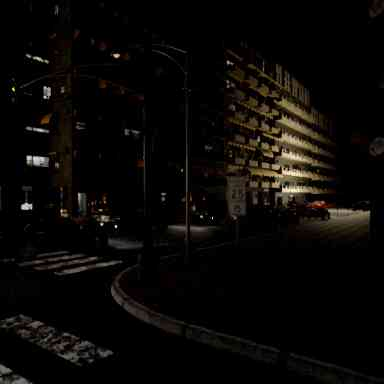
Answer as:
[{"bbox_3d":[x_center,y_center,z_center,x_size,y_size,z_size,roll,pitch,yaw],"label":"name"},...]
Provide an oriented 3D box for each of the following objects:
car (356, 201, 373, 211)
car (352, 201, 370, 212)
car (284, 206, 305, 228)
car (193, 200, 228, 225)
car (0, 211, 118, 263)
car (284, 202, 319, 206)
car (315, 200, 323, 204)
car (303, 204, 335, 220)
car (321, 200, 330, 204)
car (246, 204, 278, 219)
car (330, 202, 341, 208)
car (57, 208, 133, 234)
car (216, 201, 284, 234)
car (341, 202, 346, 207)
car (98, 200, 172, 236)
[{"bbox_3d":[33.150,2.621,63.834,2.192,1.841,5.009,-1,-2,35],"label":"car"},{"bbox_3d":[29.909,2.522,59.188,2.192,1.841,5.009,-1,-2,35],"label":"car"},{"bbox_3d":[7.228,2.043,26.669,1.887,1.381,4.507,-1,-2,35],"label":"car"},{"bbox_3d":[2.342,1.728,29.707,2.150,2.045,5.566,0,-1,34],"label":"car"},{"bbox_3d":[-5.486,1.670,12.889,1.837,1.490,4.892,0,-1,35],"label":"car"},{"bbox_3d":[12.937,2.241,39.298,2.128,1.511,4.902,0,-1,35],"label":"car"},{"bbox_3d":[23.031,2.771,63.910,1.887,1.381,4.507,-1,-2,35],"label":"car"},{"bbox_3d":[13.709,2.284,35.957,1.802,1.307,4.206,-1,-2,35],"label":"car"},{"bbox_3d":[26.270,2.640,68.559,2.192,1.841,5.009,-1,-2,35],"label":"car"},{"bbox_3d":[8.068,2.191,37.889,1.837,1.490,4.892,0,-1,35],"label":"car"},{"bbox_3d":[32.752,3.067,77.844,1.887,1.381,4.507,-1,-2,35],"label":"car"},{"bbox_3d":[-6.231,1.834,21.965,1.752,1.417,4.829,-1,-2,35],"label":"car"},{"bbox_3d":[3.987,1.711,22.030,2.192,1.841,5.009,-1,-2,35],"label":"car"},{"bbox_3d":[39.235,3.282,87.135,1.947,1.339,4.313,-1,-2,35],"label":"car"},{"bbox_3d":[-3.566,1.541,21.237,2.150,2.045,5.566,0,-1,35],"label":"car"}]
